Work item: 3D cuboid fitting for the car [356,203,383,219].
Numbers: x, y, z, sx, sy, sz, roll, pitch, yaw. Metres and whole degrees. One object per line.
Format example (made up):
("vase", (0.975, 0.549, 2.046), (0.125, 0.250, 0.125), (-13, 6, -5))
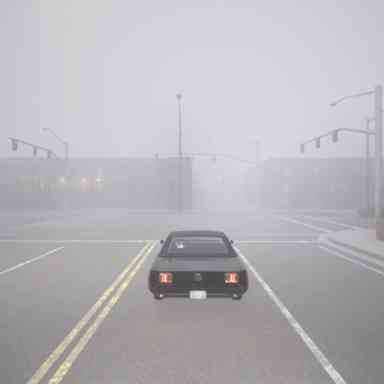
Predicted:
("car", (16.893, 1.598, 28.749), (4.718, 1.301, 1.895), (0, 0, 0))

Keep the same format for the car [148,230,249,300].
("car", (0.121, 1.600, 8.334), (1.895, 1.301, 4.718), (0, 0, 0))
